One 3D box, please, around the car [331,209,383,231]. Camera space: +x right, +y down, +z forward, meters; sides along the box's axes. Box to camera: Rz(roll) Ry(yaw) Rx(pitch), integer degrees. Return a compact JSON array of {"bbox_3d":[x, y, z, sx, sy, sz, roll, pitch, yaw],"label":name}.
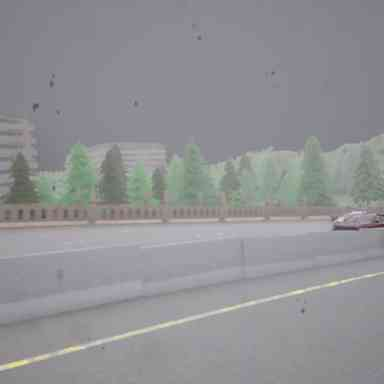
[{"bbox_3d":[10.520,2.018,20.076,5.008,1.535,1.882,2,-1,-35],"label":"car"}]
